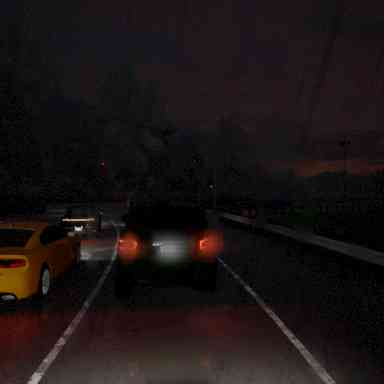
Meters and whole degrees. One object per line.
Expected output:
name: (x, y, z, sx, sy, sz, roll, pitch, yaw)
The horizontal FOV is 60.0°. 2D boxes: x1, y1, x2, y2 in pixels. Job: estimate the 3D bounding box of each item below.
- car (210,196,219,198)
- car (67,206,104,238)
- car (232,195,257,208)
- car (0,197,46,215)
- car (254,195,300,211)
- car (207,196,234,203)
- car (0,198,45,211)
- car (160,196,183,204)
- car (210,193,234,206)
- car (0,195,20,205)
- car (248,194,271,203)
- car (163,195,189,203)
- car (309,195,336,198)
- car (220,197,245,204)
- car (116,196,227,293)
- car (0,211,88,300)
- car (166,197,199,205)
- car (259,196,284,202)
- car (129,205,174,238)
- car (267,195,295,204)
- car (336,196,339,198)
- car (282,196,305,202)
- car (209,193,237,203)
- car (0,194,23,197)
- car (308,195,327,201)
car: (0.684, 1.565, 40.612, 4.181, 1.385, 1.994, 0, 0, -20)
car: (-5.773, 1.492, 17.586, 2.128, 1.511, 4.902, 0, 0, -14)
car: (8.319, 1.564, 47.137, 4.181, 1.385, 1.994, 0, 0, -20)
car: (-16.200, 1.499, 30.698, 4.902, 1.511, 2.128, 0, 0, -20)
car: (10.501, 1.506, 40.481, 4.892, 1.490, 1.837, 0, 0, -20)
car: (5.875, 1.547, 68.725, 5.357, 1.411, 2.033, 0, 0, -20)
car: (-20.597, 1.495, 40.269, 4.902, 1.511, 2.128, 0, 0, -20)
car: (-4.005, 1.564, 65.181, 4.181, 1.385, 1.994, 0, 0, -20)
car: (5.110, 1.223, 49.688, 5.566, 2.045, 2.150, 0, 0, -20)
car: (-32.901, 1.352, 58.340, 4.553, 1.767, 2.097, 0, 0, -20)
car: (14.635, 1.355, 71.923, 4.553, 1.767, 2.097, 0, 0, -20)
car: (-3.305, 1.478, 69.081, 5.008, 1.535, 1.882, 0, 0, -20)
car: (27.194, 1.553, 69.312, 4.181, 1.385, 1.994, 0, 0, -23)
car: (7.629, 1.564, 61.996, 4.181, 1.385, 1.994, 0, 0, -20)
car: (-0.759, 1.221, 9.071, 2.150, 2.045, 5.566, 0, 0, -7)
car: (-4.167, 1.478, 8.343, 1.882, 1.535, 5.008, 0, 0, -6)
car: (-1.684, 1.547, 58.593, 5.357, 1.411, 2.033, 0, 0, -20)
car: (18.514, 1.540, 77.092, 5.357, 1.411, 2.033, 0, 0, -20)
car: (-2.512, 1.547, 19.111, 2.033, 1.411, 5.357, 0, 0, -13)
car: (17.544, 1.478, 65.565, 5.008, 1.535, 1.882, -1, 0, -20)
car: (34.378, 1.595, 81.410, 4.718, 1.301, 1.895, 0, 0, -34)
car: (22.897, 1.595, 75.034, 4.718, 1.301, 1.895, 0, 0, -23)
car: (6.750, 1.225, 72.761, 5.566, 2.045, 2.150, 0, 0, -20)
car: (-19.367, 1.226, 36.993, 5.566, 2.045, 2.150, 0, 0, -20)
car: (31.534, 1.476, 83.683, 5.008, 1.535, 1.882, 0, 0, -34)
